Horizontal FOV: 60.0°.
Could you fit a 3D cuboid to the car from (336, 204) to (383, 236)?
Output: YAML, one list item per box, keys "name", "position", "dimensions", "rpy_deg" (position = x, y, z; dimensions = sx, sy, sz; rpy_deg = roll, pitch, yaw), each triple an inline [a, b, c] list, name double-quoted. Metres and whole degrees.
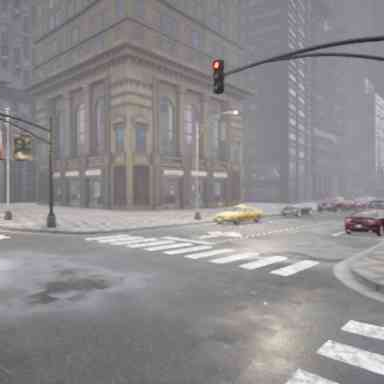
- name: "car"
  position: [9.962, 1.612, 18.636]
  dimensions: [1.887, 1.381, 4.507]
  rpy_deg: [-1, -1, 41]

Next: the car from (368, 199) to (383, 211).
- name: "car"
  position: [26.111, 1.732, 45.850]
  dimensions: [2.033, 1.411, 5.357]
  rpy_deg: [0, 0, 41]

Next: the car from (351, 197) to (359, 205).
- name: "car"
  position: [19.630, 1.692, 42.650]
  dimensions: [1.887, 1.381, 4.507]
  rpy_deg: [-1, -1, 41]

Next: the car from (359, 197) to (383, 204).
- name: "car"
  position: [13.314, 1.405, 22.465]
  dimensions: [2.192, 1.841, 5.009]
  rpy_deg: [-1, -1, 41]

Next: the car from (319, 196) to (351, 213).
- name: "car"
  position: [16.413, 1.441, 38.974]
  dimensions: [2.192, 1.841, 5.009]
  rpy_deg: [-1, -1, 41]

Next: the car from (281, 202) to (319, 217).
- name: "car"
  position: [9.982, 1.634, 31.614]
  dimensions: [2.008, 1.369, 4.403]
  rpy_deg: [-1, -1, 41]

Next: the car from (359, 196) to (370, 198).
- name: "car"
  position: [22.846, 1.608, 46.329]
  dimensions: [1.967, 1.590, 4.097]
  rpy_deg: [-1, -1, 41]

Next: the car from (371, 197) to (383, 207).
- name: "car"
  position: [32.612, 1.670, 57.499]
  dimensions: [1.967, 1.590, 4.097]
  rpy_deg: [-1, -1, 41]

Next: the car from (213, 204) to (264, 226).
- name: "car"
  position: [3.437, 1.564, 24.130]
  dimensions: [1.752, 1.417, 4.829]
  rpy_deg: [-1, -1, 41]
